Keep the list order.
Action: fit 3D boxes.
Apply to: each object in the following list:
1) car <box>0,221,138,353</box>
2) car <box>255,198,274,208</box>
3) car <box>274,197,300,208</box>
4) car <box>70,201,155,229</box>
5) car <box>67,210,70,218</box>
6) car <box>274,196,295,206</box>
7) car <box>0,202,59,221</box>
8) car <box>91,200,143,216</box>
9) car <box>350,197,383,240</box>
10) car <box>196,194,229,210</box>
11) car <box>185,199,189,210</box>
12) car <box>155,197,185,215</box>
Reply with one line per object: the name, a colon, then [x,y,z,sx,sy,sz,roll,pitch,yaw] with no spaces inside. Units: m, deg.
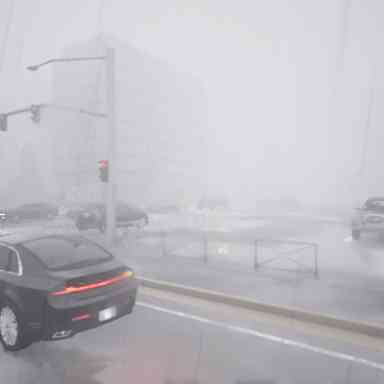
car: [-3.144,1.522,6.238,4.892,1.490,1.837,-1,0,37]
car: [10.914,1.574,49.648,1.812,1.442,4.674,0,0,34]
car: [14.196,1.529,48.252,2.128,1.511,4.902,0,0,34]
car: [-4.753,1.396,20.482,2.097,1.767,4.553,0,0,33]
car: [-8.136,1.666,28.192,1.895,1.301,4.718,0,0,34]
car: [15.916,1.537,57.011,2.128,1.511,4.902,0,0,34]
car: [-13.255,1.582,26.886,1.837,1.490,4.892,0,0,34]
car: [-7.781,1.623,34.944,2.033,1.411,5.357,0,0,34]
car: [8.649,1.154,15.267,1.932,1.855,4.605,0,0,34]
car: [2.817,1.283,44.270,2.150,2.045,5.566,0,0,35]
car: [-2.412,1.425,42.841,2.097,1.767,4.553,0,0,34]
car: [-3.105,1.589,35.583,1.812,1.442,4.674,0,0,34]
